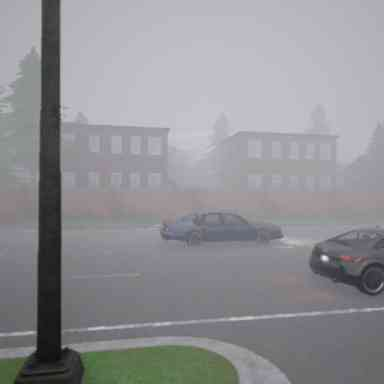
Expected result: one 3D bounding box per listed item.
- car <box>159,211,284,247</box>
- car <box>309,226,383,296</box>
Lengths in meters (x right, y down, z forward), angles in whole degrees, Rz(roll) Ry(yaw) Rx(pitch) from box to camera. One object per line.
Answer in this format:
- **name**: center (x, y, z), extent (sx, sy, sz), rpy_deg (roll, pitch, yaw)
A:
- **car**: center (1.253, 1.561, 14.796), extent (5.357, 1.411, 2.033), rpy_deg (0, 0, -11)
- **car**: center (5.191, 1.595, 8.437), extent (4.181, 1.385, 1.994), rpy_deg (1, 0, -11)
